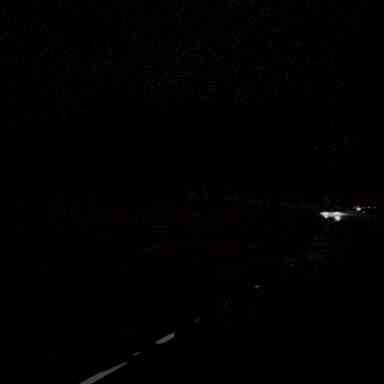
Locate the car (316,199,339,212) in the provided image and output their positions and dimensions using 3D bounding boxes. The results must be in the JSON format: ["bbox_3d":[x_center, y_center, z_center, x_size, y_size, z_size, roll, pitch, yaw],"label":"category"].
[{"bbox_3d":[18.803,2.003,45.715,1.895,1.301,4.718,-1,-1,13],"label":"car"}]

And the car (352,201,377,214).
[{"bbox_3d":[20.634,1.837,39.980,2.033,1.411,5.357,-1,-1,15],"label":"car"}]
